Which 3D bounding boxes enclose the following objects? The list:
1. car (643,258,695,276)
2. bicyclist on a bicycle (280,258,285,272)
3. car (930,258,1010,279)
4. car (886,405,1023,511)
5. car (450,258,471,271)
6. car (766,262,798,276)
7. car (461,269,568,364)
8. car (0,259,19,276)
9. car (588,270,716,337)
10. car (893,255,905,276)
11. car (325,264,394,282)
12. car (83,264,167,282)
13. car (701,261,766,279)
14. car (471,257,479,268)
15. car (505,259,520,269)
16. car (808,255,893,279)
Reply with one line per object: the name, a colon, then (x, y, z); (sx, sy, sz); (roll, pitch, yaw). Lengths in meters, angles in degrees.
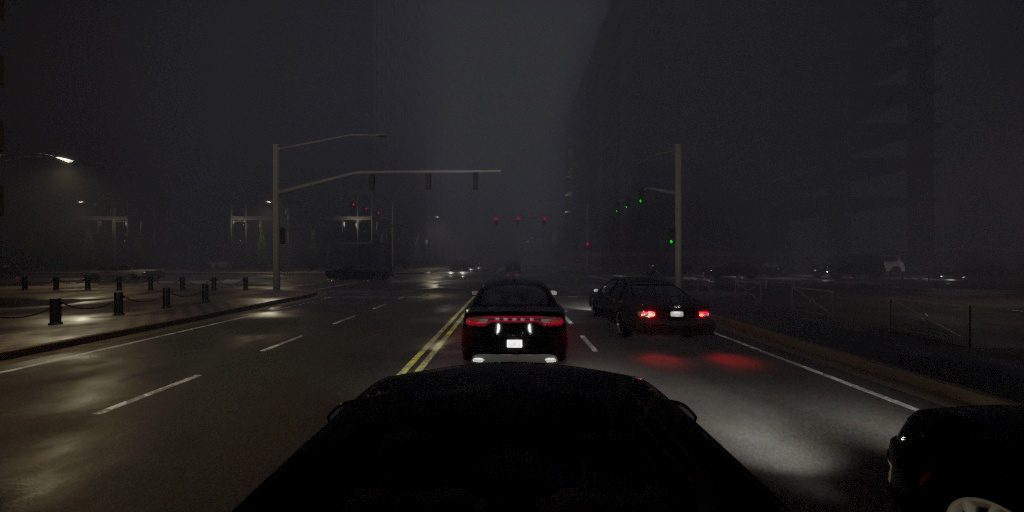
car: (15.237, 1.047, 35.022); (4.553, 1.767, 2.097); (0, 0, 0)
bicyclist on a bicycle: (-25.400, 0.995, 39.334); (0.582, 1.620, 1.656); (0, 0, 0)
car: (39.918, 1.172, 31.561); (5.008, 1.535, 1.882); (0, 0, 0)
car: (3.600, 1.255, 0.504); (1.837, 1.490, 4.892); (0, 0, 0)
car: (-7.084, 1.228, 48.507); (1.882, 1.535, 5.008); (0, 0, 0)
car: (24.705, 1.242, 35.032); (5.357, 1.411, 2.033); (0, 0, 0)
car: (0.056, 1.228, 8.118); (1.882, 1.535, 5.008); (0, 0, 0)
car: (-51.170, 1.047, 34.787); (4.553, 1.767, 2.097); (0, 0, 1)
car: (3.573, 1.297, 10.241); (2.033, 1.411, 5.357); (0, 0, 0)
car: (34.896, 0.916, 35.060); (5.566, 2.045, 2.150); (0, 0, 0)
car: (-11.735, 1.312, 27.886); (4.718, 1.301, 1.895); (0, 0, -7)
car: (-29.446, 1.296, 27.389); (4.718, 1.301, 1.895); (0, 0, 0)
car: (19.161, 1.220, 31.493); (4.674, 1.442, 1.812); (0, 0, 0)
car: (-7.069, 1.297, 59.020); (2.033, 1.411, 5.357); (0, 0, 0)
car: (0.104, 1.241, 46.461); (2.128, 1.511, 4.902); (0, 0, 0)
car: (29.426, 0.916, 31.546); (5.566, 2.045, 2.150); (0, 0, 0)
